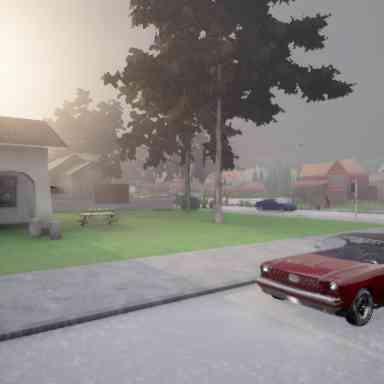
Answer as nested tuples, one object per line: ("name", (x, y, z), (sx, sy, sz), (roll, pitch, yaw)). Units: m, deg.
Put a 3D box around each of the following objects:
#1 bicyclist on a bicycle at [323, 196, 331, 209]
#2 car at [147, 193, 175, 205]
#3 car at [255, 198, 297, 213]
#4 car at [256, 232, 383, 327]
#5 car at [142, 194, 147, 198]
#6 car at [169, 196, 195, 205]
("bicyclist on a bicycle", (16.740, 1.345, 41.287), (1.656, 1.620, 0.582), (0, 0, -36))
("car", (-5.089, 1.220, 57.404), (2.150, 2.045, 5.566), (0, 0, -35))
("car", (9.333, 1.475, 37.205), (1.882, 1.535, 5.008), (0, 0, -36))
("car", (3.600, 1.600, 7.156), (4.718, 1.301, 1.895), (0, 0, -35))
("car", (-8.411, 1.218, 69.103), (2.150, 2.045, 5.566), (0, 0, -36))
("car", (-1.794, 1.544, 59.891), (2.033, 1.411, 5.357), (0, 0, -35))
